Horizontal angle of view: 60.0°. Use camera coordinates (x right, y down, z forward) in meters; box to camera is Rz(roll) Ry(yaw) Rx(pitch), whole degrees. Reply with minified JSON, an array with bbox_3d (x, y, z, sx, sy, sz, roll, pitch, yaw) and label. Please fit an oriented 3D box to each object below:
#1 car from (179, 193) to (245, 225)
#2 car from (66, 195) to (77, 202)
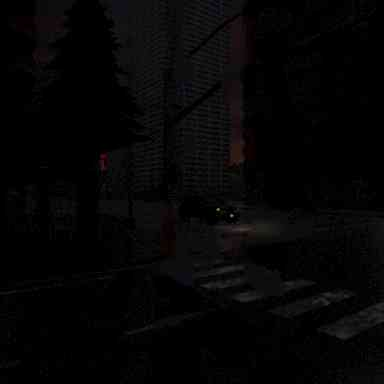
[{"bbox_3d":[1.161,1.275,25.331,2.150,2.045,5.566,0,1,-36],"label":"car"},{"bbox_3d":[-28.344,1.412,78.766,1.837,1.490,4.892,0,0,-36],"label":"car"}]
